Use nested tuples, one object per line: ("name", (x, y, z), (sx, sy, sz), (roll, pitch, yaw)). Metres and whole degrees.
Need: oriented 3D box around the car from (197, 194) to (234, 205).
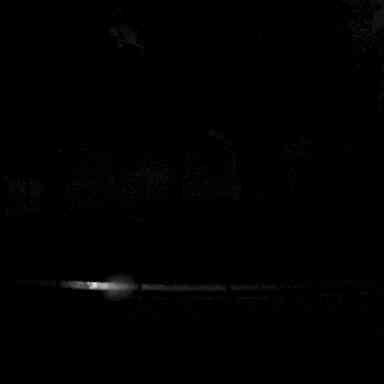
("car", (3.079, 0.992, 43.478), (4.892, 1.490, 1.837), (0, -1, 10))
